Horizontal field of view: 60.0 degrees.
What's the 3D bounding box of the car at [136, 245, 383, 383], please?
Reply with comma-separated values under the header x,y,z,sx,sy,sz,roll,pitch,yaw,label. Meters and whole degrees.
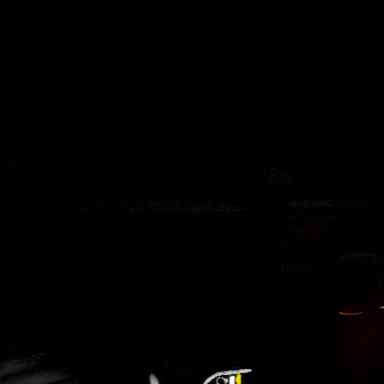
x,y,z,sx,sy,sz,roll,pitch,yaw,label
1.556,1.524,4.481,4.674,1.442,1.812,0,0,-35,car
